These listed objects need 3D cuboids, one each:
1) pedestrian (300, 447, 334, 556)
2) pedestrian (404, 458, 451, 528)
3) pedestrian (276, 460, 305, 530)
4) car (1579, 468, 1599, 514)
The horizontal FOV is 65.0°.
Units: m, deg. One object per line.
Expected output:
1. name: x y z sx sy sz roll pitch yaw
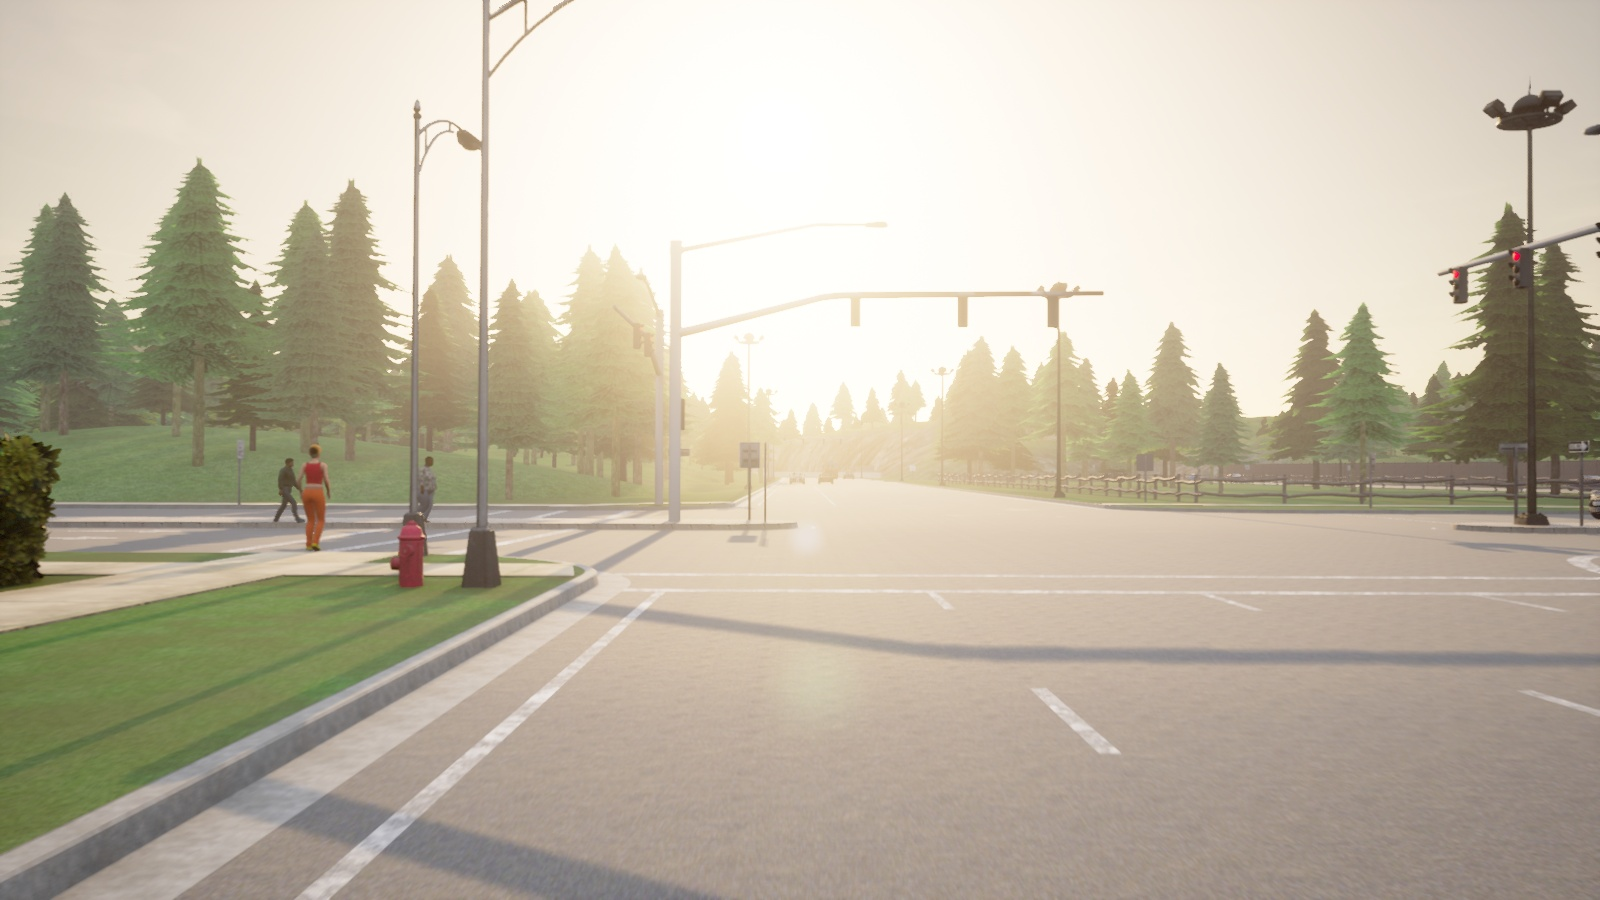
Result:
1. pedestrian: -8.258 0.872 21.471 0.345 1.836 0.594 0 -1 -1
2. pedestrian: -10.004 1.146 33.715 0.900 1.855 0.874 0 -1 11
3. pedestrian: -13.559 1.203 33.428 0.614 1.847 0.353 0 -1 4
4. car: 28.741 1.387 42.439 3.705 1.549 1.789 0 -1 0
